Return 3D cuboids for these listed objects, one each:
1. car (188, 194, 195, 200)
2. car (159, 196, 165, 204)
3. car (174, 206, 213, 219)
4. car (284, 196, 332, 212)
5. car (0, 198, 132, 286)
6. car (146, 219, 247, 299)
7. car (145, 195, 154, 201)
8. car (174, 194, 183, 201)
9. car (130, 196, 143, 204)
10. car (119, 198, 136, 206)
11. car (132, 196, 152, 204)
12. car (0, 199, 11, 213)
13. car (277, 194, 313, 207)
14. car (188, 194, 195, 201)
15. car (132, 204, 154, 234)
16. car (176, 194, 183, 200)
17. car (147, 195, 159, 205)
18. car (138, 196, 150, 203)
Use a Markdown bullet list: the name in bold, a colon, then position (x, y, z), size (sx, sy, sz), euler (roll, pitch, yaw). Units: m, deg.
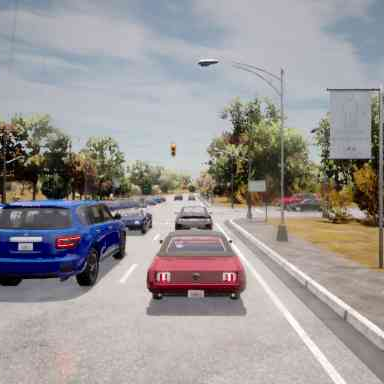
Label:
- **car**: position (-0.044, 1.360, 95.534), size (1.882, 1.535, 5.008), euler (0, 0, 0)
- **car**: position (-7.062, 1.477, 65.488), size (1.882, 1.535, 5.008), euler (0, 0, 1)
- **car**: position (0.092, 1.491, 17.649), size (2.128, 1.511, 4.902), euler (0, 0, 0)
- **car**: position (13.378, 1.505, 37.899), size (4.892, 1.490, 1.837), euler (0, 0, 3)
- **car**: position (-3.409, 1.221, 9.531), size (2.150, 2.045, 5.566), euler (0, 0, 0)
- **car**: position (0.099, 1.601, 8.378), size (1.895, 1.301, 4.718), euler (0, 0, 0)
- **car**: position (-10.538, 1.523, 82.577), size (1.812, 1.442, 4.674), euler (0, 0, 0)
- **car**: position (-3.539, 1.493, 85.114), size (1.837, 1.490, 4.892), euler (0, 0, 0)
- **car**: position (-10.576, 1.525, 63.825), size (1.812, 1.442, 4.674), euler (0, 0, 0)
- **car**: position (-10.612, 1.601, 54.790), size (1.895, 1.301, 4.718), euler (0, 0, 0)
- **car**: position (-7.901, 1.547, 39.652), size (5.357, 1.411, 2.033), euler (0, 0, -42)
- **car**: position (-22.709, 1.492, 36.245), size (4.902, 1.511, 2.128), euler (0, 0, 3)
- **car**: position (13.424, 1.221, 41.416), size (5.566, 2.045, 2.150), euler (0, 0, 3)
- **car**: position (-0.039, 1.533, 85.115), size (2.033, 1.411, 5.357), euler (0, 0, 0)
- **car**: position (-3.409, 1.601, 19.285), size (1.895, 1.301, 4.718), euler (0, 0, 0)
- **car**: position (-3.544, 1.382, 95.533), size (1.837, 1.490, 4.892), euler (0, 0, 0)
- **car**: position (-7.108, 1.525, 56.158), size (1.812, 1.442, 4.674), euler (0, 0, 0)
- **car**: position (-10.533, 1.552, 72.549), size (1.994, 1.385, 4.181), euler (0, 0, 0)
